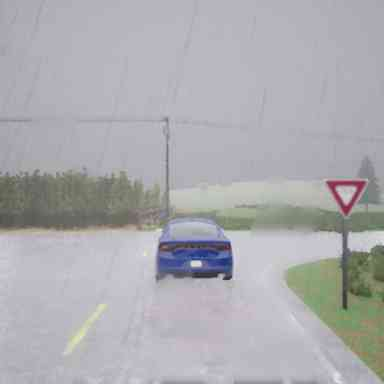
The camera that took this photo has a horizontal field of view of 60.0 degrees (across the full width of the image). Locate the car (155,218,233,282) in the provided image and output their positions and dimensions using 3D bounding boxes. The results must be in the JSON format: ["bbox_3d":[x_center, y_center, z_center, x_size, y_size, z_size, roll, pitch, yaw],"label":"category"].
[{"bbox_3d":[-0.049,1.506,9.763,1.882,1.535,5.008,0,-2,-3],"label":"car"}]
